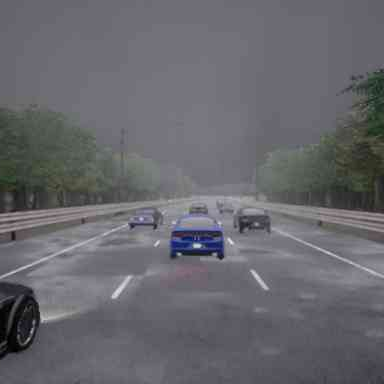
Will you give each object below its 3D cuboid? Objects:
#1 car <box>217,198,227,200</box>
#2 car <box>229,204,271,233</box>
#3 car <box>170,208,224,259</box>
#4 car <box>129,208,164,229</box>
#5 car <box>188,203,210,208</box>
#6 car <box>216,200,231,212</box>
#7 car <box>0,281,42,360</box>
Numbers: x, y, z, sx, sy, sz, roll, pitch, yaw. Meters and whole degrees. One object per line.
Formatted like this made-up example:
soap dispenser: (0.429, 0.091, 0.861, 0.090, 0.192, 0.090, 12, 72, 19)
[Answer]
car: (5.422, 2.290, 61.162, 1.812, 1.442, 4.674, 0, -1, 4)
car: (3.748, 1.714, 21.462, 1.882, 1.535, 5.008, 0, -1, 1)
car: (0.198, 1.614, 13.276, 1.882, 1.535, 5.008, 0, 0, 1)
car: (-3.120, 1.798, 23.438, 2.033, 1.411, 5.357, 0, -1, 1)
car: (0.703, 1.903, 34.125, 1.837, 1.490, 4.892, 0, 0, 2)
car: (4.469, 2.077, 43.371, 2.033, 1.411, 5.357, 0, -1, 3)
car: (-3.385, 1.596, 3.600, 1.994, 1.385, 4.181, 0, 0, 0)
